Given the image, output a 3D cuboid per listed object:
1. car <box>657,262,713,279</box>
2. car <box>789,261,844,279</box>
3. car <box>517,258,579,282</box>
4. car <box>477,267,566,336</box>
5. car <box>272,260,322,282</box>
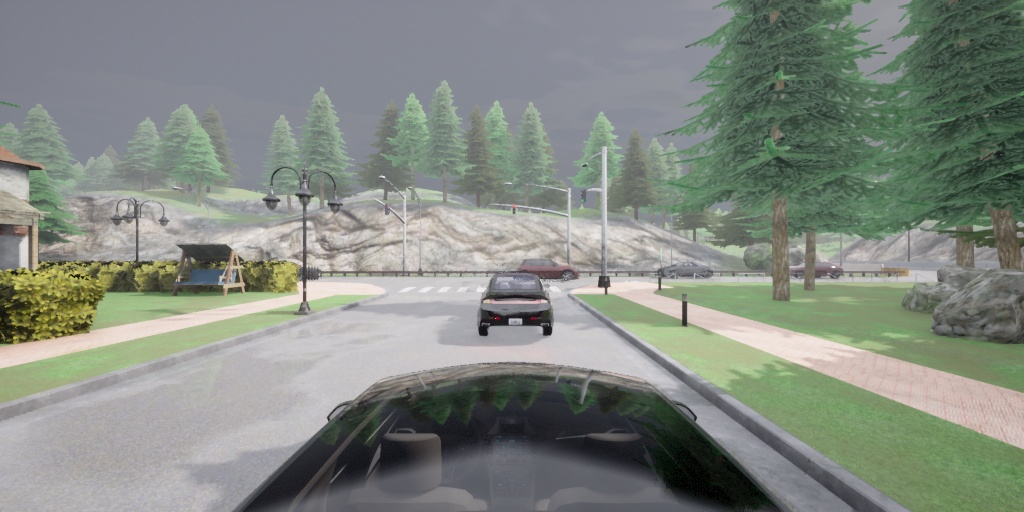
[{"bbox_3d":[14.183,1.151,29.496,4.181,1.385,1.994,0,0,0],"label":"car"},{"bbox_3d":[24.485,1.113,29.438,4.674,1.442,1.812,0,0,0],"label":"car"},{"bbox_3d":[2.469,0.949,25.816,4.553,1.767,2.097,-1,1,0],"label":"car"},{"bbox_3d":[0.098,1.242,10.370,2.128,1.511,4.902,0,0,1],"label":"car"},{"bbox_3d":[-16.400,1.065,25.878,5.008,1.535,1.882,0,0,0],"label":"car"}]
